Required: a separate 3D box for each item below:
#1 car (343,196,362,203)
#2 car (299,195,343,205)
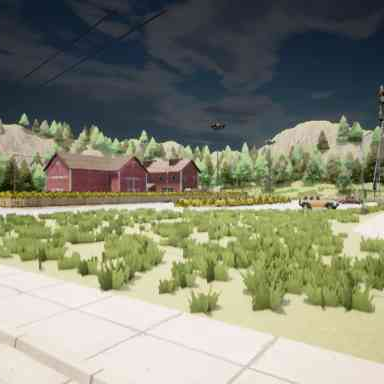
[{"bbox_3d":[28.372,1.492,59.471,3.905,1.438,1.784,0,0,35],"label":"car"},{"bbox_3d":[15.627,1.280,40.952,4.605,1.855,1.932,0,0,35],"label":"car"}]
